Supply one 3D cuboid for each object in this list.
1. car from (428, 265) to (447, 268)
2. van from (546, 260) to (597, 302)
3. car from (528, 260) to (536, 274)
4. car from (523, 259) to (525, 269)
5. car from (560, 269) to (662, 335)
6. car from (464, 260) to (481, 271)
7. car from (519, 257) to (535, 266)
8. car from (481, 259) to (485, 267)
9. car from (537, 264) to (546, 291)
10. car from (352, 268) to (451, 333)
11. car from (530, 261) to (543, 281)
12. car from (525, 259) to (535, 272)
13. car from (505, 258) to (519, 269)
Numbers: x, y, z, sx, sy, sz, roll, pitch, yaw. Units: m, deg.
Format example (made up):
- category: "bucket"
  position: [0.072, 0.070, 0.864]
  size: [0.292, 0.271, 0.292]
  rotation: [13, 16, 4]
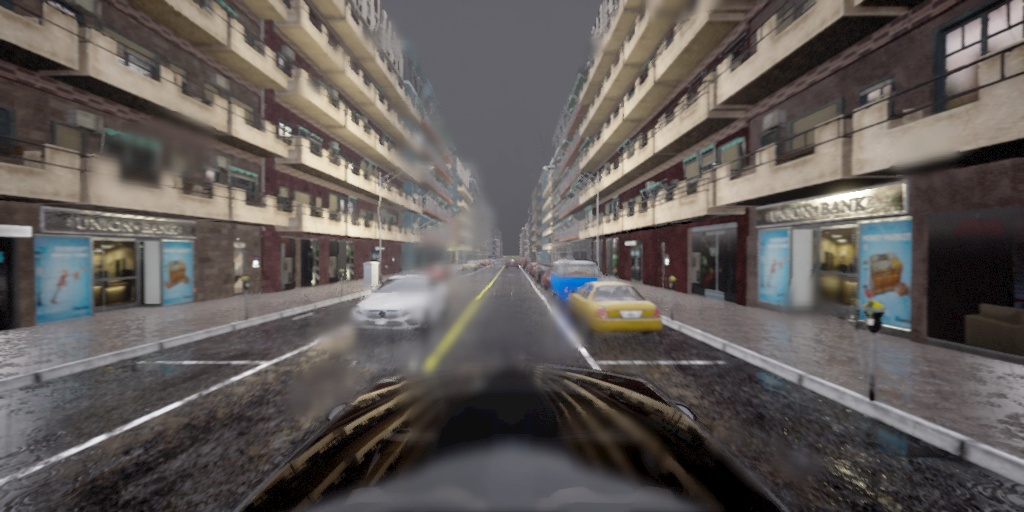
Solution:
- category: "car"
  position: [-5.693, 1.332, 27.272]
  size: [1.802, 1.307, 4.207]
  rotation: [0, 0, 0]
- category: "van"
  position: [2.688, 1.088, 15.901]
  size: [1.690, 1.789, 3.998]
  rotation: [0, 0, 0]
- category: "car"
  position: [2.687, 1.334, 32.955]
  size: [1.802, 1.307, 4.207]
  rotation: [0, 0, 0]
- category: "car"
  position: [2.686, 1.341, 44.324]
  size: [1.802, 1.307, 4.207]
  rotation: [0, 0, 0]
- category: "car"
  position: [2.688, 1.273, 10.386]
  size: [1.751, 1.417, 4.829]
  rotation: [0, 0, 0]
- category: "car"
  position: [-5.695, 1.290, 49.842]
  size: [1.751, 1.417, 4.829]
  rotation: [0, 0, 0]
- category: "car"
  position: [2.685, 1.084, 55.693]
  size: [2.192, 1.841, 5.009]
  rotation: [0, 0, 0]
- category: "car"
  position: [-5.696, 1.320, 55.696]
  size: [2.007, 1.370, 4.403]
  rotation: [0, 0, 0]
- category: "car"
  position: [2.688, 1.330, 21.586]
  size: [1.802, 1.307, 4.207]
  rotation: [0, 0, 0]
- category: "car"
  position: [-3.090, 1.275, 10.856]
  size: [1.812, 1.442, 4.674]
  rotation: [0, 1, 0]
- category: "car"
  position: [2.687, 1.315, 27.270]
  size: [1.948, 1.339, 4.313]
  rotation: [0, 0, 0]
- category: "car"
  position: [2.686, 1.300, 38.639]
  size: [1.888, 1.381, 4.507]
  rotation: [0, 0, 0]
- category: "car"
  position: [-0.004, 1.123, 58.070]
  size: [2.097, 1.767, 4.553]
  rotation: [0, 0, 0]
